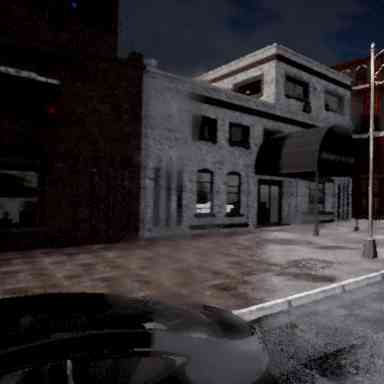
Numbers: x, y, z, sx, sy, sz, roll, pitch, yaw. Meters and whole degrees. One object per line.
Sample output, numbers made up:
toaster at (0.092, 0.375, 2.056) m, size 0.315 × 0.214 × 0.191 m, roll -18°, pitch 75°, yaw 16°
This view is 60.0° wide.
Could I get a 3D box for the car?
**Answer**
car at (-1.405, 1.528, 2.102) m, size 4.674 × 1.442 × 1.812 m, roll 1°, pitch -1°, yaw -36°
